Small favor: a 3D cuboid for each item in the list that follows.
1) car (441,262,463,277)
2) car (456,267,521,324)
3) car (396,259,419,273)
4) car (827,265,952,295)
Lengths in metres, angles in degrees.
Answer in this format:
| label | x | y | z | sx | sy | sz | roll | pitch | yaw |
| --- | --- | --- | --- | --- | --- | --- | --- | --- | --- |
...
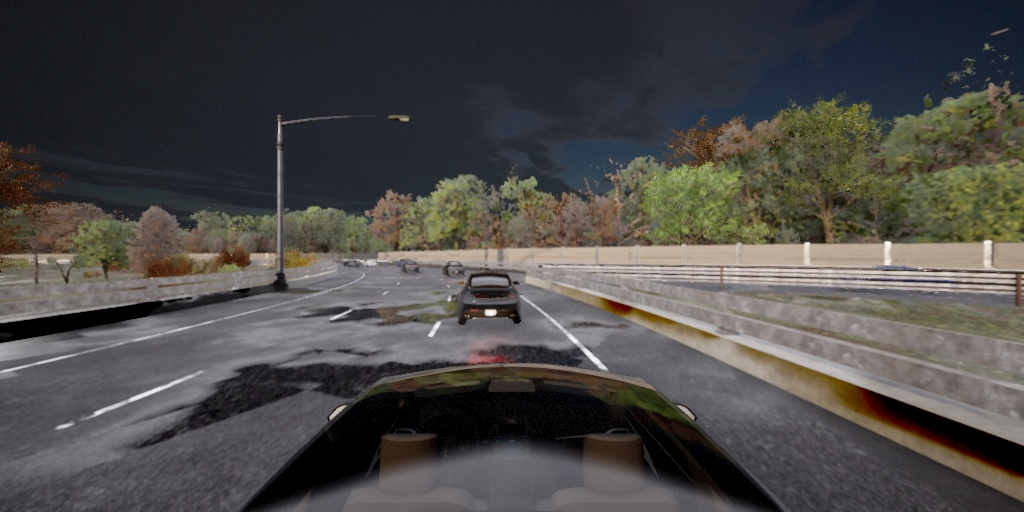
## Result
| label | x | y | z | sx | sy | sz | roll | pitch | yaw |
| --- | --- | --- | --- | --- | --- | --- | --- | --- | --- |
| car | -6.190 | 1.321 | 37.291 | 2.128 | 1.511 | 4.902 | 0 | 0 | -19 |
| car | -0.787 | 1.279 | 12.196 | 1.837 | 1.490 | 4.892 | 0 | 0 | -5 |
| car | -12.842 | 1.345 | 44.889 | 2.128 | 1.511 | 4.902 | 0 | 0 | -24 |
| car | 21.382 | 1.289 | 20.618 | 5.008 | 1.535 | 1.882 | 1 | 0 | 33 |
